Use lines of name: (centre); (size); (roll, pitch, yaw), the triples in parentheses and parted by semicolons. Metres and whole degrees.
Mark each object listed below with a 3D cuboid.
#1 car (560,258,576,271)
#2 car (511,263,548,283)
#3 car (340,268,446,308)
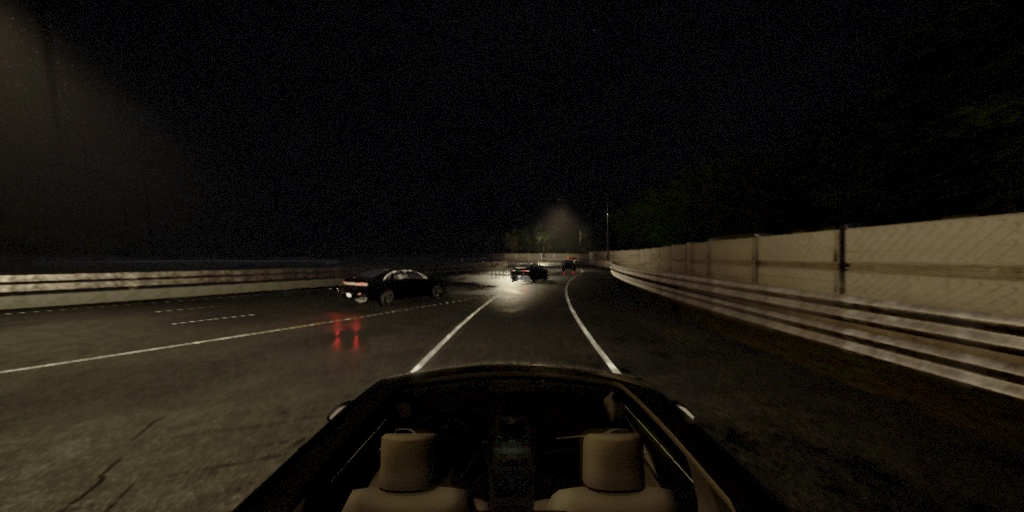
car: (8.377, 1.412, 52.628); (1.812, 1.442, 4.674); (0, 0, 10)
car: (1.474, 1.308, 28.433); (2.128, 1.511, 4.902); (0, 0, 22)
car: (-4.906, 1.267, 15.545); (2.128, 1.511, 4.902); (0, 0, 30)
